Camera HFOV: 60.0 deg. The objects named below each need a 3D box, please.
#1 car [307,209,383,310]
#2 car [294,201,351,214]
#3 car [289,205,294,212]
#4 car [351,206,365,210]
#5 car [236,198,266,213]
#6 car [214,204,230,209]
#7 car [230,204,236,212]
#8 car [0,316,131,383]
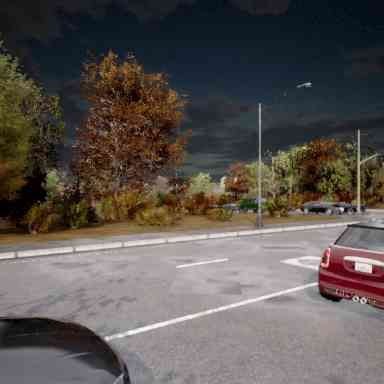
[{"bbox_3d":[4.773,1.361,7.098,4.553,1.767,2.097,0,0,-35],"label":"car"},{"bbox_3d":[14.052,1.702,36.044,2.128,1.511,4.902,0,-1,-32],"label":"car"},{"bbox_3d":[12.074,2.005,45.833,1.882,1.535,5.008,0,-2,-32],"label":"car"},{"bbox_3d":[17.093,1.820,37.790,1.895,1.301,4.718,0,-1,-32],"label":"car"},{"bbox_3d":[8.823,1.761,44.433,2.150,2.045,5.566,0,-3,-32],"label":"car"},{"bbox_3d":[3.393,2.652,53.146,1.895,1.301,4.718,0,-3,-32],"label":"car"},{"bbox_3d":[6.342,2.611,55.020,2.033,1.411,5.357,0,-3,-32],"label":"car"},{"bbox_3d":[-2.718,1.491,1.814,4.902,1.511,2.128,0,0,-35],"label":"car"}]
